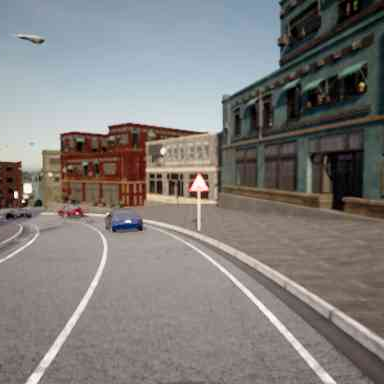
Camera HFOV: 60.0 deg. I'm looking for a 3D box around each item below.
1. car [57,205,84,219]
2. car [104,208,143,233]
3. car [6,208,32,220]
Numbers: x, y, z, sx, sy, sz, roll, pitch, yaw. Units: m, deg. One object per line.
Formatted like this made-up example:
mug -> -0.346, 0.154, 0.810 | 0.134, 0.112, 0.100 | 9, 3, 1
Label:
car -> -13.766, 2.182, 37.570 | 1.812, 1.442, 4.674 | -3, 0, -38
car -> -4.544, 1.768, 21.711 | 1.994, 1.385, 4.181 | -2, 0, -21
car -> -21.211, 2.642, 40.724 | 4.181, 1.385, 1.994 | -3, 0, 45
